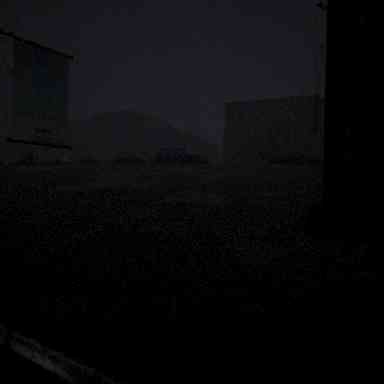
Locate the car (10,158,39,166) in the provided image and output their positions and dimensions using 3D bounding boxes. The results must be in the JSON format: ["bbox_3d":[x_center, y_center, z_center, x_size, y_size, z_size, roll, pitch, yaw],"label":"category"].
[{"bbox_3d":[-20.943,-3.667,43.425,4.792,1.488,2.163,1,1,29],"label":"car"}]

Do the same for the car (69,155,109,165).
[{"bbox_3d":[-11.248,-3.460,38.359,4.892,1.521,2.231,1,1,27],"label":"car"}]

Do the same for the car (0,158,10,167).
[{"bbox_3d":[-25.935,-3.944,46.225,4.553,1.767,2.185,1,1,31],"label":"car"}]

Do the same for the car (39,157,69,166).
[{"bbox_3d":[-16.080,-3.539,40.817,4.674,1.452,2.002,1,1,28],"label":"car"}]

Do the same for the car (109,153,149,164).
[{"bbox_3d":[-6.168,-3.447,35.915,4.553,1.767,2.185,2,1,26],"label":"car"}]

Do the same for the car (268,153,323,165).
[{"bbox_3d":[9.113,-2.736,29.331,4.674,1.452,2.002,2,1,22],"label":"car"}]

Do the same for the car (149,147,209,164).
[{"bbox_3d":[-1.067,-3.411,33.576,5.566,2.045,2.435,2,1,25],"label":"car"}]
